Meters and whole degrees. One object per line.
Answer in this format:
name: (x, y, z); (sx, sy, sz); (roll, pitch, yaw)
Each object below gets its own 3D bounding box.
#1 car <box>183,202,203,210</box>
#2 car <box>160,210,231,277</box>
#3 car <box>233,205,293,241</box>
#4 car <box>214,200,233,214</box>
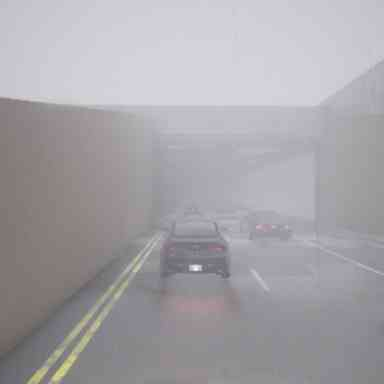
car: (0.092, 1.650, 32.144); (2.033, 1.411, 5.357); (0, 0, 0)
car: (0.089, 1.540, 10.330); (1.837, 1.490, 4.892); (0, 0, 0)
car: (3.596, 1.602, 17.138); (2.033, 1.411, 5.357); (0, 0, 0)
car: (3.591, 1.597, 37.692); (1.882, 1.535, 5.008); (0, 0, 0)
